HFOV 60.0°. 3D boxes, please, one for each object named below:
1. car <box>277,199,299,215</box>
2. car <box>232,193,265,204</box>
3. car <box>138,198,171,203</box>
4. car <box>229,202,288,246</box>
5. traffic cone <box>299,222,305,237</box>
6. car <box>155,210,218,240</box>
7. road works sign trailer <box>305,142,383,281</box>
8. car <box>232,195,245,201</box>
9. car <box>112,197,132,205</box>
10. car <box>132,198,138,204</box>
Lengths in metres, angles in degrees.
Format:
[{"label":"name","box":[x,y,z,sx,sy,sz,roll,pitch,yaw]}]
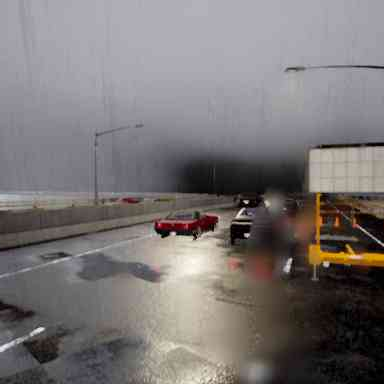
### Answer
[{"label":"car","box":[9.601,1.435,33.448,1.837,1.490,4.892,0,0,20]},{"label":"car","box":[6.072,1.144,33.990,2.150,2.045,5.566,0,-1,20]},{"label":"car","box":[-3.799,1.389,38.149,1.882,1.535,5.008,0,0,20]},{"label":"car","box":[3.016,1.460,15.247,2.128,1.511,4.902,0,0,20]},{"label":"traffic cone","box":[5.481,1.923,16.480,0.340,0.580,0.340,0,0,20]},{"label":"car","box":[-0.084,1.562,16.979,1.895,1.301,4.718,0,0,20]},{"label":"road works sign trailer","box":[4.525,0.447,9.383,2.380,3.560,2.880,0,0,20]},{"label":"car","box":[10.760,1.402,76.792,1.895,1.301,4.718,0,0,21]},{"label":"car","box":[-8.901,1.419,44.603,1.812,1.442,4.674,0,0,20]},{"label":"car","box":[-5.560,1.462,43.510,1.994,1.385,4.181,0,0,20]}]
